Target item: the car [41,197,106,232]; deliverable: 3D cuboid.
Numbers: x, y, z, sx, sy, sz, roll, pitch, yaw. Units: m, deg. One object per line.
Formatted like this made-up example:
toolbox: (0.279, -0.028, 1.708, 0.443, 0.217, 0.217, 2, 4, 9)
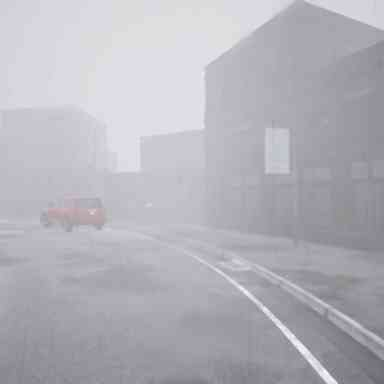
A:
car: (-7.491, 1.310, 20.844, 2.150, 2.045, 5.566, 2, -2, -43)
